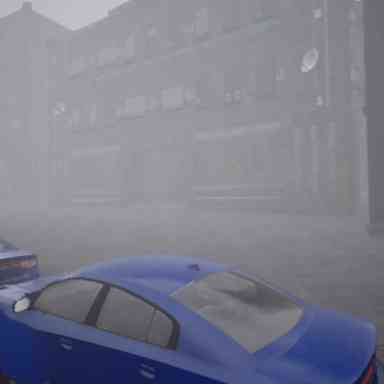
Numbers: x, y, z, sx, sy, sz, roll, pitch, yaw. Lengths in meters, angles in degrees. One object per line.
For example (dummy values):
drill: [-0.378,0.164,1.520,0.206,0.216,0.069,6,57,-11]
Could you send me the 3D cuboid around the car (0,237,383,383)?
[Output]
car: [-0.658,1.480,3.782,5.008,1.535,2.097,0,0,35]
